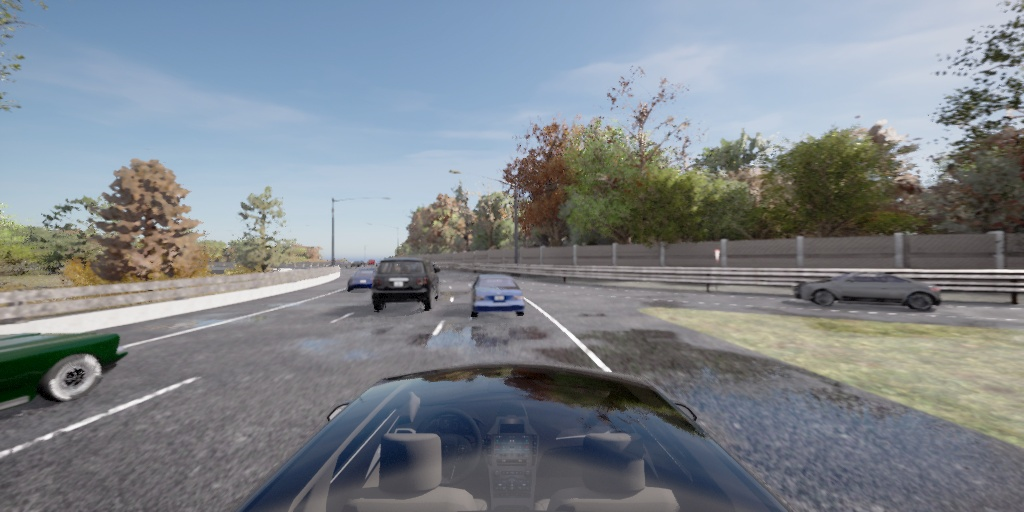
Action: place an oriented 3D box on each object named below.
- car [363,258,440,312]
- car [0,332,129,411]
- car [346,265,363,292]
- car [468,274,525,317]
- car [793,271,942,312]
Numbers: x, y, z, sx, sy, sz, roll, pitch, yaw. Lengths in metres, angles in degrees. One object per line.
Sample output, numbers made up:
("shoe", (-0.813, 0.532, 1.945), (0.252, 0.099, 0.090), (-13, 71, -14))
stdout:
("car", (-4.335, 1.090, 15.231), (2.150, 2.045, 5.566), (0, 0, -8))
("car", (-7.059, 1.406, 3.550), (1.895, 1.301, 4.718), (0, 0, -1))
("car", (-9.437, 1.521, 23.680), (1.994, 1.385, 4.181), (0, 0, -12))
("car", (-0.676, 1.384, 13.739), (2.033, 1.411, 5.357), (0, 0, -6))
("car", (13.841, 1.315, 14.298), (4.181, 1.385, 1.994), (-1, -1, 31))
